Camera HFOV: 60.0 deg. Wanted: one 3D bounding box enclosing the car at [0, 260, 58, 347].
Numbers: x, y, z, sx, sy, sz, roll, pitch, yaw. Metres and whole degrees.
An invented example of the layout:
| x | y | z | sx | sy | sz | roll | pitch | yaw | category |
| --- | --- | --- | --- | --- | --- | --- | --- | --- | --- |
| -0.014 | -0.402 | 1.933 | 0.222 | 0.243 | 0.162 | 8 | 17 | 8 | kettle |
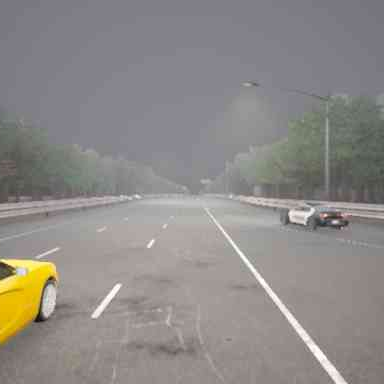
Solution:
| x | y | z | sx | sy | sz | roll | pitch | yaw | category |
| --- | --- | --- | --- | --- | --- | --- | --- | --- | --- |
| -3.398 | 1.471 | 4.161 | 1.882 | 1.535 | 5.008 | 0 | 0 | 0 | car |

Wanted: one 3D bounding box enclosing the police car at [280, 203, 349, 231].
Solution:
| x | y | z | sx | sy | sz | roll | pitch | yaw | category |
| --- | --- | --- | --- | --- | --- | --- | --- | --- | --- |
| 7.333 | 1.469 | 20.799 | 2.038 | 1.542 | 4.974 | 0 | 0 | -15 | police car |
